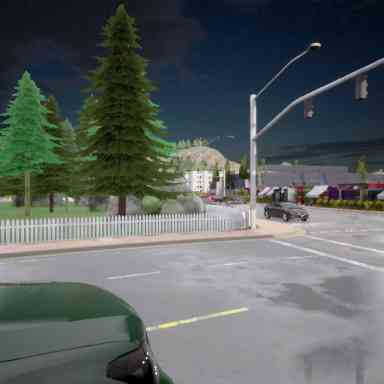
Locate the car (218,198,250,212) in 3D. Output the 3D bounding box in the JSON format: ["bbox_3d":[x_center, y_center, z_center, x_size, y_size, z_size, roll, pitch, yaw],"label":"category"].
[{"bbox_3d":[4.893,1.656,36.943,1.895,1.301,4.718,0,0,-16],"label":"car"}]

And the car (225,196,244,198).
[{"bbox_3d":[8.616,1.547,62.284,2.128,1.511,4.902,0,0,-16],"label":"car"}]

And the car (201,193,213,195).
[{"bbox_3d":[2.844,1.277,69.594,2.150,2.045,5.566,0,0,-17],"label":"car"}]

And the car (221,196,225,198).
[{"bbox_3d":[5.989,1.559,71.147,1.837,1.490,4.892,0,0,-16],"label":"car"}]

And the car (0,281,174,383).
[{"bbox_3d":[-2.779,1.221,1.653,5.566,2.045,2.150,0,0,-36],"label":"car"}]

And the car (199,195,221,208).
[{"bbox_3d":[1.962,1.560,46.965,1.837,1.490,4.892,0,0,-16],"label":"car"}]

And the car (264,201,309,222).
[{"bbox_3d":[7.671,1.560,27.462,1.837,1.490,4.892,0,0,-16],"label":"car"}]
